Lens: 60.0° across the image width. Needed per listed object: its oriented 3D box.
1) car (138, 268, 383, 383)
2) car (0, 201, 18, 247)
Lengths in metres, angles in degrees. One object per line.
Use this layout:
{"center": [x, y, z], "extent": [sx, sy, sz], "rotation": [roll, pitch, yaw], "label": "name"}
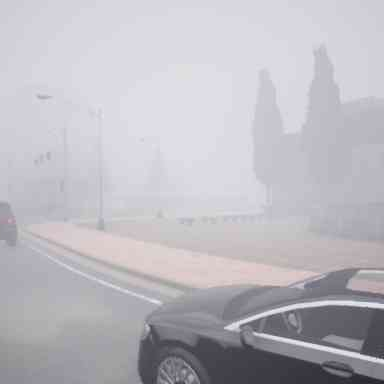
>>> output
{"center": [1.600, 1.507, 3.058], "extent": [4.902, 1.511, 2.128], "rotation": [-1, -1, 37], "label": "car"}
{"center": [-9.798, 1.457, 15.687], "extent": [2.150, 2.045, 5.566], "rotation": [0, -1, -37], "label": "car"}
